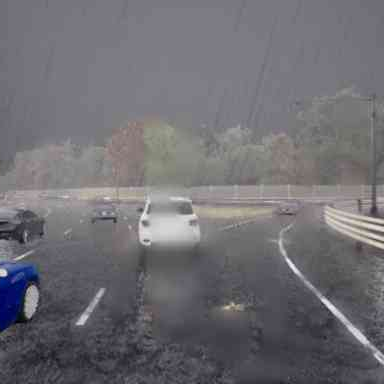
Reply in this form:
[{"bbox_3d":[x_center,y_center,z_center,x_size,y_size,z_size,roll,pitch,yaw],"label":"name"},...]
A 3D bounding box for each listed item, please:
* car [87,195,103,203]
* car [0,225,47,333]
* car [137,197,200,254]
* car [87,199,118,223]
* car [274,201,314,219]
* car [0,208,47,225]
[{"bbox_3d":[-17.076,1.381,58.767,2.097,1.767,4.553,0,0,-31],"label":"car"},{"bbox_3d":[-3.645,1.491,4.106,1.882,1.535,5.008,0,0,-2],"label":"car"},{"bbox_3d":[-1.059,1.215,13.731,2.150,2.045,5.566,0,0,-8],"label":"car"},{"bbox_3d":[-6.726,1.557,25.550,2.033,1.411,5.357,0,0,-14],"label":"car"},{"bbox_3d":[8.907,1.482,28.868,2.033,1.411,5.357,0,0,37],"label":"car"},{"bbox_3d":[-8.336,1.530,15.701,1.837,1.490,4.892,0,0,-9],"label":"car"}]
